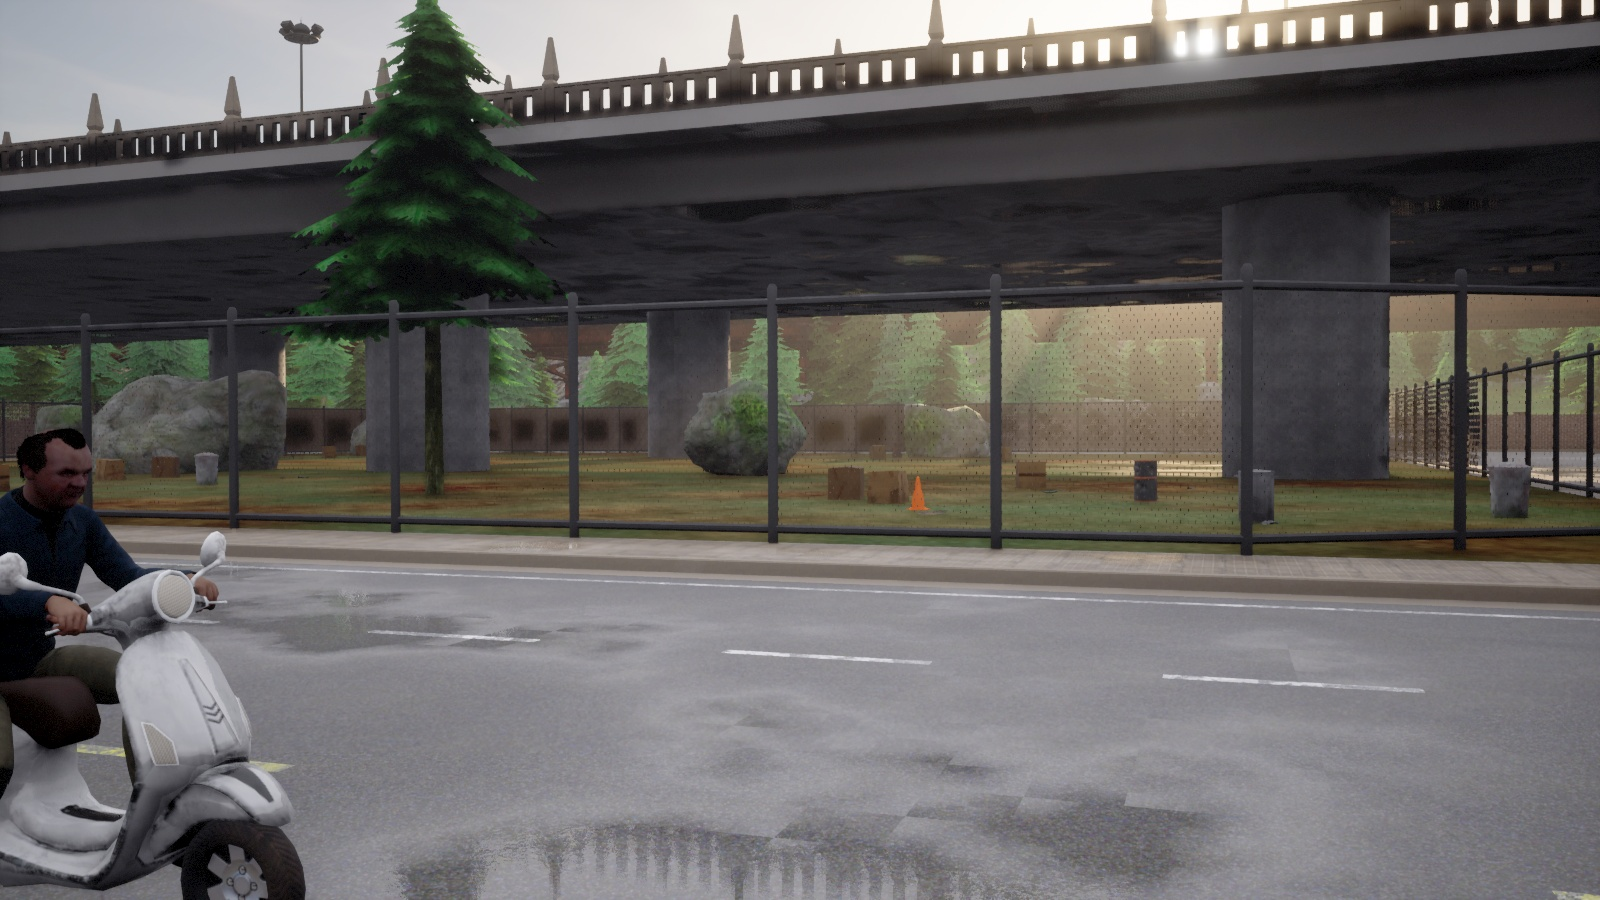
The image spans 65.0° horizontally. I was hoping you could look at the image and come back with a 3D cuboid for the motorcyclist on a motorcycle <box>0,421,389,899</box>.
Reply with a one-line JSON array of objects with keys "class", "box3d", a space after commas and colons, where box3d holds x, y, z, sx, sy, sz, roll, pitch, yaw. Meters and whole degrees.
[{"class": "motorcyclist on a motorcycle", "box3d": [-2.341, 0.707, 3.980, 1.817, 1.590, 0.866, 1, 1, 19]}]
